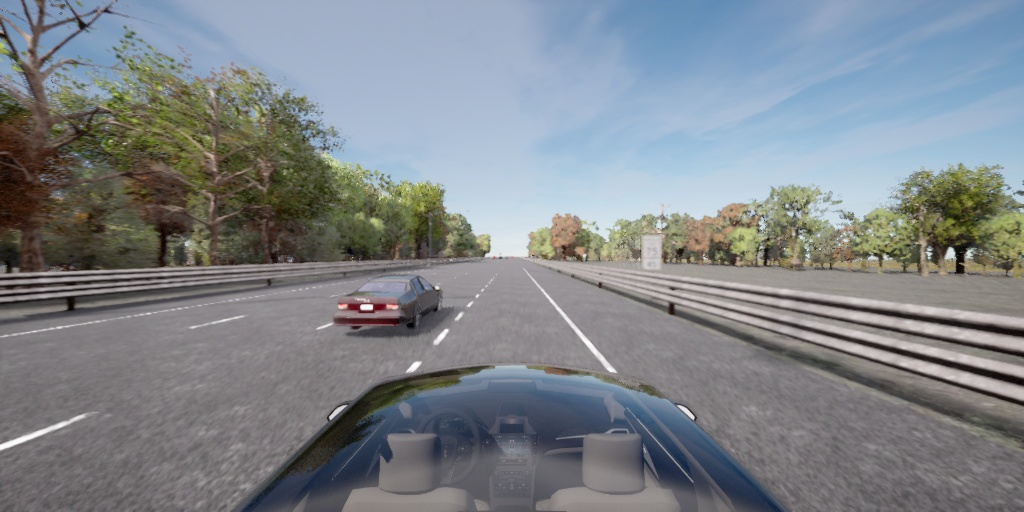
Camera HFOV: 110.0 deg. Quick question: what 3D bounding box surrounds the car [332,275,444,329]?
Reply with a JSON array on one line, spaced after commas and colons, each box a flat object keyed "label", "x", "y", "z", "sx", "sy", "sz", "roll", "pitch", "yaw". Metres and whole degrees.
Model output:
[{"label": "car", "x": -3.484, "y": 1.286, "z": 11.138, "sx": 2.033, "sy": 1.411, "sz": 5.357, "roll": 0, "pitch": 0, "yaw": 0}]
